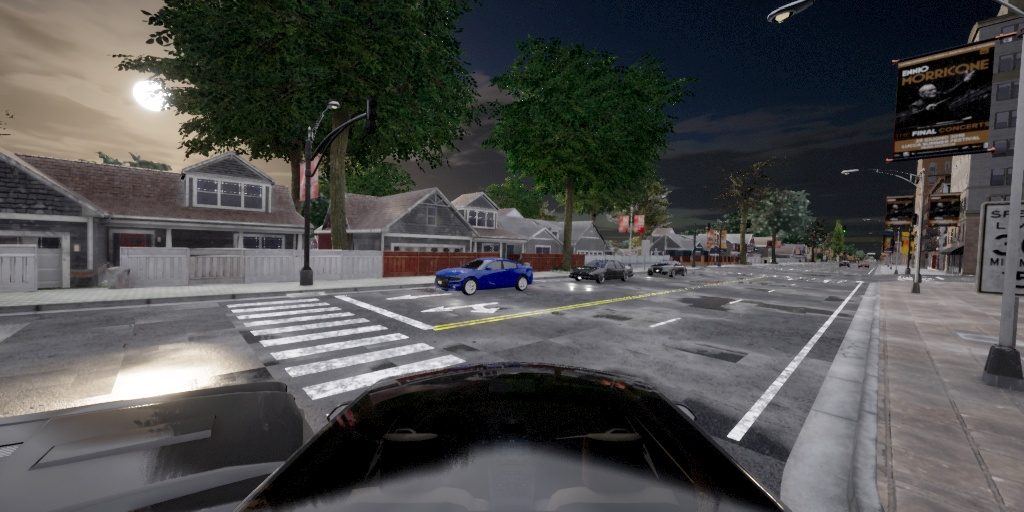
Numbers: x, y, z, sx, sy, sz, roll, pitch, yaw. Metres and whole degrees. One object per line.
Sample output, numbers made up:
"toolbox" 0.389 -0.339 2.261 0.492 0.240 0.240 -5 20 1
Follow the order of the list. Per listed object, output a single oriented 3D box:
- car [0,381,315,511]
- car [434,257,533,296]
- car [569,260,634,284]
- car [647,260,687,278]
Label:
"car" -3.308 1.294 1.244 4.718 1.301 1.895 1 2 -34
"car" -1.159 0.825 16.437 5.008 1.535 1.882 0 2 -44
"car" 5.986 0.944 23.378 5.357 1.411 2.033 0 2 -44
"car" 13.163 1.014 30.321 4.181 1.385 1.994 0 2 -45
